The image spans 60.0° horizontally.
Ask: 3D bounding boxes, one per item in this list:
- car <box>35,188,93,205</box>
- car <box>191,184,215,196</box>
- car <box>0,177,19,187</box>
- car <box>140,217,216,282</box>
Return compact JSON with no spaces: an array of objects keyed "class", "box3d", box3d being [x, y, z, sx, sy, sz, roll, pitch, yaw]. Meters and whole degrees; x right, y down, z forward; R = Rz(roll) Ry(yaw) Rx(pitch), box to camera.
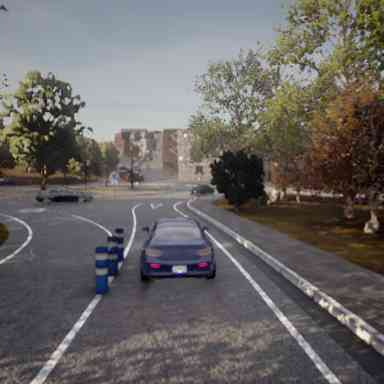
[{"class":"car","box3d":[-11.703,0.364,30.603,4.902,1.511,2.128,-1,4,-15]},{"class":"car","box3d":[1.364,-0.346,42.065,1.812,1.442,4.674,2,4,24]},{"class":"car","box3d":[-35.388,-1.959,63.017,2.097,1.767,4.553,2,4,31]},{"class":"car","box3d":[-0.441,1.435,9.465,1.812,1.442,4.674,0,2,-4]}]
